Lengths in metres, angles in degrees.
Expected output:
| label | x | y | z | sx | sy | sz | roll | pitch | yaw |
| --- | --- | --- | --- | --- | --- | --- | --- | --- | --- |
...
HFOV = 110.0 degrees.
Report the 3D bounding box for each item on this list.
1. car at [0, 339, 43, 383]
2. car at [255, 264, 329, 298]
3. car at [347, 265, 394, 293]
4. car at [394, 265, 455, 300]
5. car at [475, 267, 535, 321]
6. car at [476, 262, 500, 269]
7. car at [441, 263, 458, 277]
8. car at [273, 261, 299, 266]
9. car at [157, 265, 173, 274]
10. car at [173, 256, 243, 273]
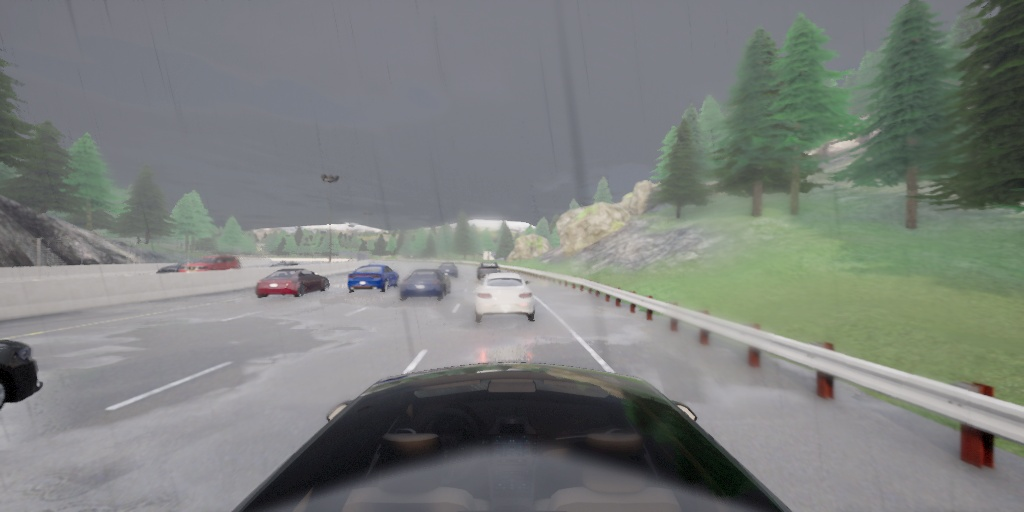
| label | x | y | z | sx | sy | sz | roll | pitch | yaw |
| --- | --- | --- | --- | --- | --- | --- | --- | --- | --- |
| car | -6.981 | 1.255 | 2.527 | 2.128 | 1.511 | 4.902 | 0 | 0 | 0 |
| car | -11.263 | 1.331 | 18.703 | 1.994 | 1.385 | 4.181 | 0 | 0 | -5 |
| car | -7.960 | 1.238 | 21.010 | 1.882 | 1.535 | 5.008 | 0 | 0 | -5 |
| car | -4.159 | 1.318 | 17.698 | 1.994 | 1.385 | 4.181 | 0 | 0 | -4 |
| car | -0.288 | 1.273 | 12.314 | 1.812 | 1.442 | 4.674 | 0 | 0 | -3 |
| car | -1.966 | 1.237 | 29.946 | 2.128 | 1.511 | 4.902 | 0 | 0 | -7 |
| car | -6.265 | 1.317 | 34.988 | 1.994 | 1.385 | 4.181 | 0 | 0 | -9 |
| car | -24.935 | 1.281 | 39.508 | 2.128 | 1.511 | 4.902 | 0 | 0 | -11 |
| car | -35.487 | 1.357 | 38.867 | 2.033 | 1.411 | 5.357 | 0 | 0 | -12 |
| car | -27.300 | 1.019 | 32.657 | 2.150 | 2.045 | 5.566 | 0 | 0 | -9 |
